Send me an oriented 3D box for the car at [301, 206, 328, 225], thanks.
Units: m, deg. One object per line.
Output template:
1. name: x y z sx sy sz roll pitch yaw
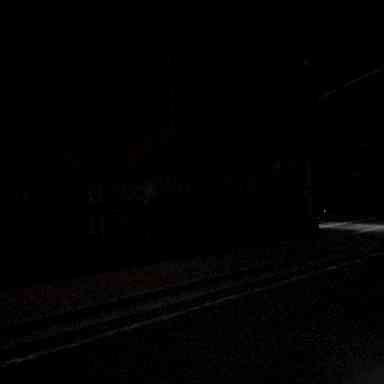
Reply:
1. car: 6.285 1.283 21.617 1.895 1.301 4.718 -2 1 -35
